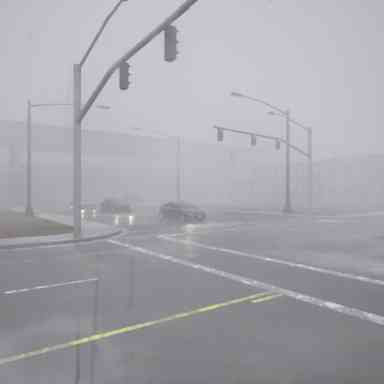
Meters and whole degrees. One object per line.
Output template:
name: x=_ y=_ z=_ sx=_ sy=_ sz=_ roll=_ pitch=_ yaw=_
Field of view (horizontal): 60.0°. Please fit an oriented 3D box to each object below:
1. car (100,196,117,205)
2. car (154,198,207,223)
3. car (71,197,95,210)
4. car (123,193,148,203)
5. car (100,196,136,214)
car: x=-14.949 y=1.525 z=59.828 sx=1.812 sy=1.442 sz=4.674 roll=0 pitch=0 yaw=3
car: x=-0.854 y=1.504 z=25.541 sx=1.837 sy=1.490 sz=4.892 roll=0 pitch=0 yaw=-36
car: x=-14.323 y=1.525 z=44.246 sx=1.812 sy=1.442 sz=4.674 roll=0 pitch=0 yaw=-32
car: x=-12.256 y=1.222 z=69.394 sx=2.150 sy=2.045 sz=5.566 roll=0 pitch=0 yaw=30
car: x=-8.246 y=1.477 z=35.581 sx=1.882 sy=1.535 sz=5.008 roll=0 pitch=0 yaw=-36
